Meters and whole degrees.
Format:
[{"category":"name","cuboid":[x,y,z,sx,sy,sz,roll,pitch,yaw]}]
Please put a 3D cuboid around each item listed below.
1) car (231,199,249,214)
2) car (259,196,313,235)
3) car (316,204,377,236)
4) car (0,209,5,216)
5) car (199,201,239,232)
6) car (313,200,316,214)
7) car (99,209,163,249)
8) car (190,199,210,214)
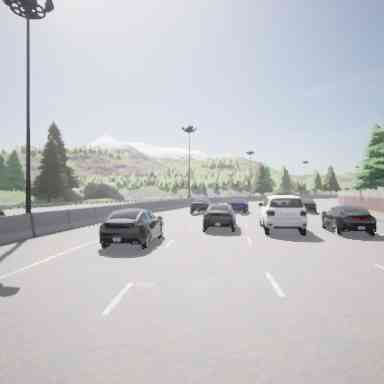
[{"category":"car","cuboid":[5.035,1.459,35.817,1.882,1.535,5.008,0,0,15]},{"category":"car","cuboid":[5.085,1.214,19.003,2.150,2.045,5.566,0,0,8]},{"category":"car","cuboid":[8.559,1.495,18.520,1.837,1.490,4.892,0,0,8]},{"category":"car","cuboid":[-12.774,1.481,18.736,2.128,1.511,4.902,0,0,8]},{"category":"car","cuboid":[1.753,1.493,20.251,1.837,1.490,4.892,0,0,8]},{"category":"car","cuboid":[12.276,1.459,35.735,1.882,1.535,5.008,0,0,16]},{"category":"car","cuboid":[-2.505,1.497,14.631,1.837,1.490,4.892,0,0,6]},{"category":"car","cuboid":[1.144,1.484,34.781,1.837,1.490,4.892,0,-1,14]}]
